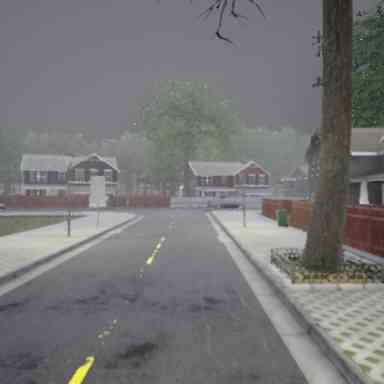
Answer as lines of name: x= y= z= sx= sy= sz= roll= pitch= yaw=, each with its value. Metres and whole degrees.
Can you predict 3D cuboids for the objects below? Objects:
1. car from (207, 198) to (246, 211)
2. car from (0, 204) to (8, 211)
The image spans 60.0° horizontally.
car: x=4.177 y=1.503 z=40.162 sx=4.902 sy=1.511 sz=2.128 roll=1 pitch=0 yaw=-20
car: x=-20.371 y=1.267 z=31.221 sx=5.357 sy=1.411 sz=2.033 roll=1 pitch=0 yaw=-20
